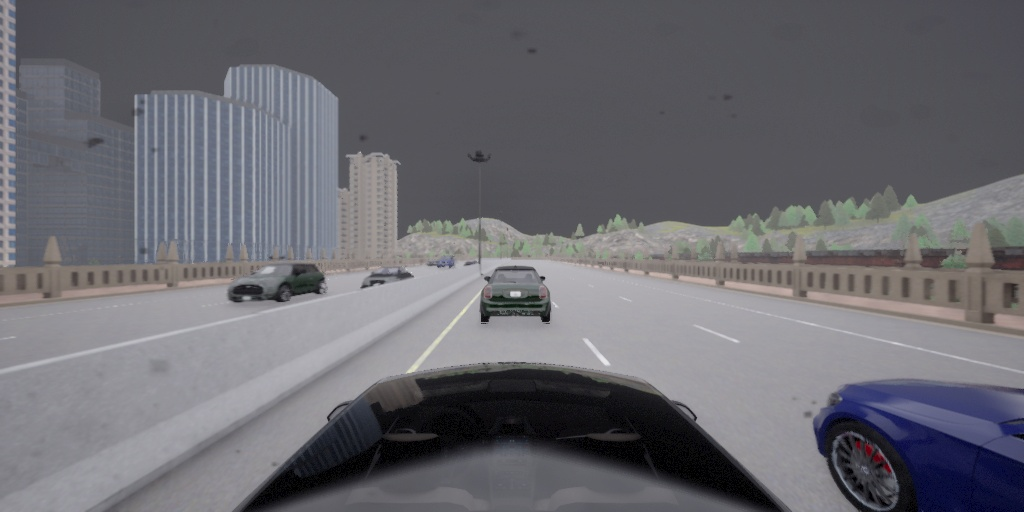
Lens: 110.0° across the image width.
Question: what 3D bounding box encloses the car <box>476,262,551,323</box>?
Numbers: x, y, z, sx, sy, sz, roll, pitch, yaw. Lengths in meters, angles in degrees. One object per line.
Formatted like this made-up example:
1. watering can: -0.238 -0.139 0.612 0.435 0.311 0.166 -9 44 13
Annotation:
1. car: 0.103 1.099 12.302 2.097 1.767 4.553 0 0 0

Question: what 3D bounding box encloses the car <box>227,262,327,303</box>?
1. car: -10.595 1.098 16.561 2.097 1.767 4.553 0 0 0

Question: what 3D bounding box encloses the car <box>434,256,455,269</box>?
1. car: -10.524 0.954 57.855 2.150 2.045 5.566 0 0 1

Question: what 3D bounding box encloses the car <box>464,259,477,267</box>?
1. car: -6.997 1.281 61.860 2.033 1.411 5.357 0 0 1

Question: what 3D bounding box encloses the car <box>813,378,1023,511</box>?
1. car: 3.600 1.276 1.221 1.812 1.442 4.674 0 0 0

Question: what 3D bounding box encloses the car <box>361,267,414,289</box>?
1. car: -7.093 1.309 20.870 1.994 1.385 4.181 0 0 0
